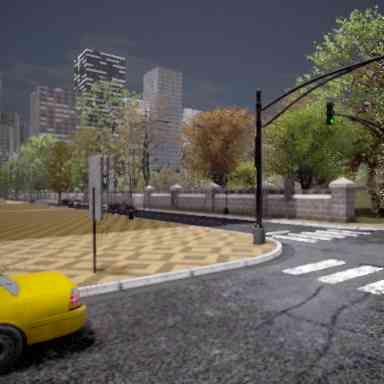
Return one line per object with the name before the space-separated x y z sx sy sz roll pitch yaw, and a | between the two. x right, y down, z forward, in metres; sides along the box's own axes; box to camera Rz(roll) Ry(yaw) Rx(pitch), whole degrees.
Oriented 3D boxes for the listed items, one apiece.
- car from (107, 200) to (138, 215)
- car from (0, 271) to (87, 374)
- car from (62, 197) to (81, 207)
car | -7.109 1.547 33.980 1.994 1.385 4.181 0 0 -34
car | -3.823 1.532 3.988 4.829 1.417 1.752 -1 1 -35
car | -18.417 1.539 50.749 2.128 1.511 4.902 0 0 -34
